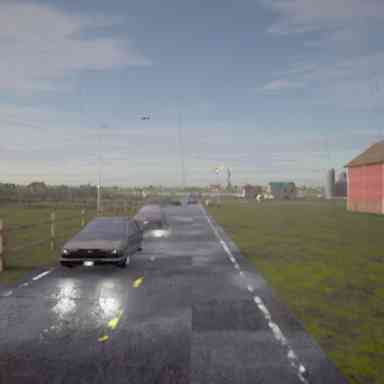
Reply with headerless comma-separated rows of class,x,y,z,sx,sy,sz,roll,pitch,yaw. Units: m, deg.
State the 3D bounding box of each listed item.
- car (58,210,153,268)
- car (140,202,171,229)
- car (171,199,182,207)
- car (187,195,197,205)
car,-2.831,1.593,11.784,2.033,1.411,5.357,0,0,0
car,-2.765,1.616,22.807,1.812,1.442,4.674,0,0,1
car,-2.732,1.836,57.270,1.895,1.301,4.718,0,0,1
car,0.082,1.834,67.564,1.994,1.385,4.181,0,0,0
